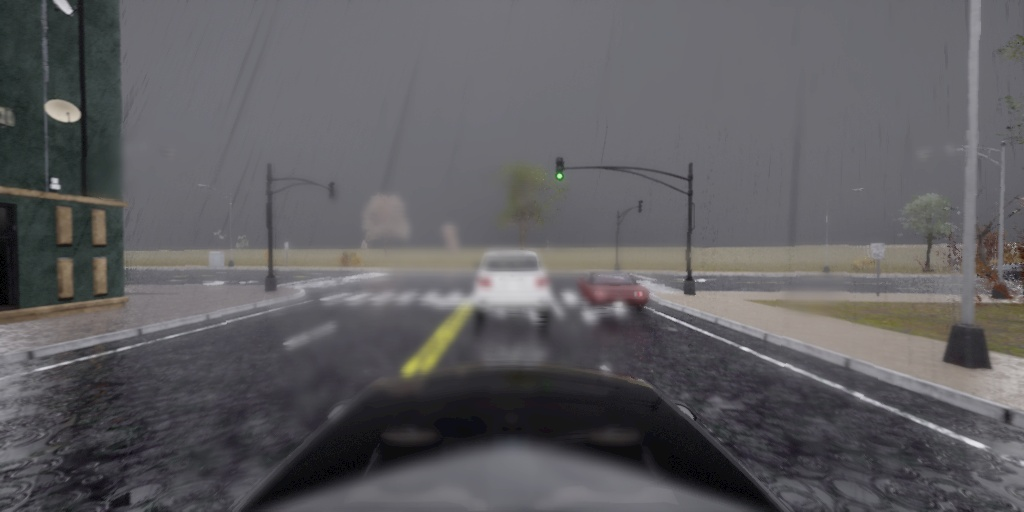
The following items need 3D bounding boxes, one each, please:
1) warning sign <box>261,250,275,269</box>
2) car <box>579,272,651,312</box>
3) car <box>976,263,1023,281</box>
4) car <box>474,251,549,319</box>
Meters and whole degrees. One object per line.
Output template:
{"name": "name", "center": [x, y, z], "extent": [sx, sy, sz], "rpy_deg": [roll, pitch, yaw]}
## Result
{"name": "warning sign", "center": [-23.515, 0.278, 34.753], "extent": [1.060, 1.860, 1.300], "rpy_deg": [0, 0, 1]}
{"name": "car", "center": [3.606, 1.235, 13.476], "extent": [1.895, 1.301, 4.718], "rpy_deg": [0, 1, 5]}
{"name": "car", "center": [42.637, 1.321, 30.390], "extent": [4.892, 1.490, 1.837], "rpy_deg": [1, 1, 2]}
{"name": "car", "center": [-0.116, 0.866, 12.458], "extent": [2.150, 2.045, 5.566], "rpy_deg": [0, 0, -4]}
